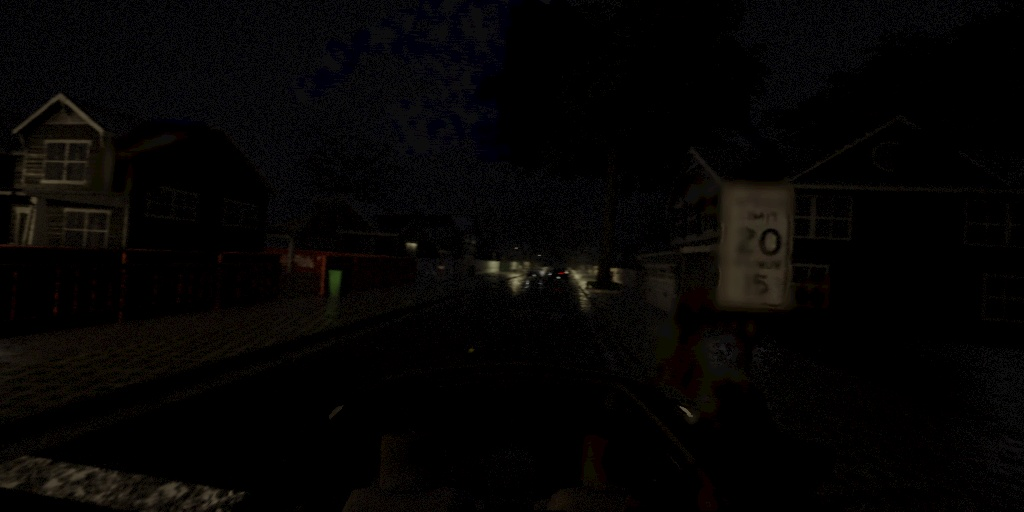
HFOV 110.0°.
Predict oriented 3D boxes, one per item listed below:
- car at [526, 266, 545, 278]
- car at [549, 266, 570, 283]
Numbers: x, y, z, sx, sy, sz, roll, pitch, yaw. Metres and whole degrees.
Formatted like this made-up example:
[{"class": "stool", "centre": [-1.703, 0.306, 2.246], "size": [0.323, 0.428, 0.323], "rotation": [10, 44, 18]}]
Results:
[{"class": "car", "centre": [2.836, 1.900, 42.508], "size": [1.895, 1.301, 4.718], "rotation": [3, -1, 8]}, {"class": "car", "centre": [4.822, 1.863, 36.706], "size": [1.837, 1.490, 4.892], "rotation": [3, -1, 9]}]
